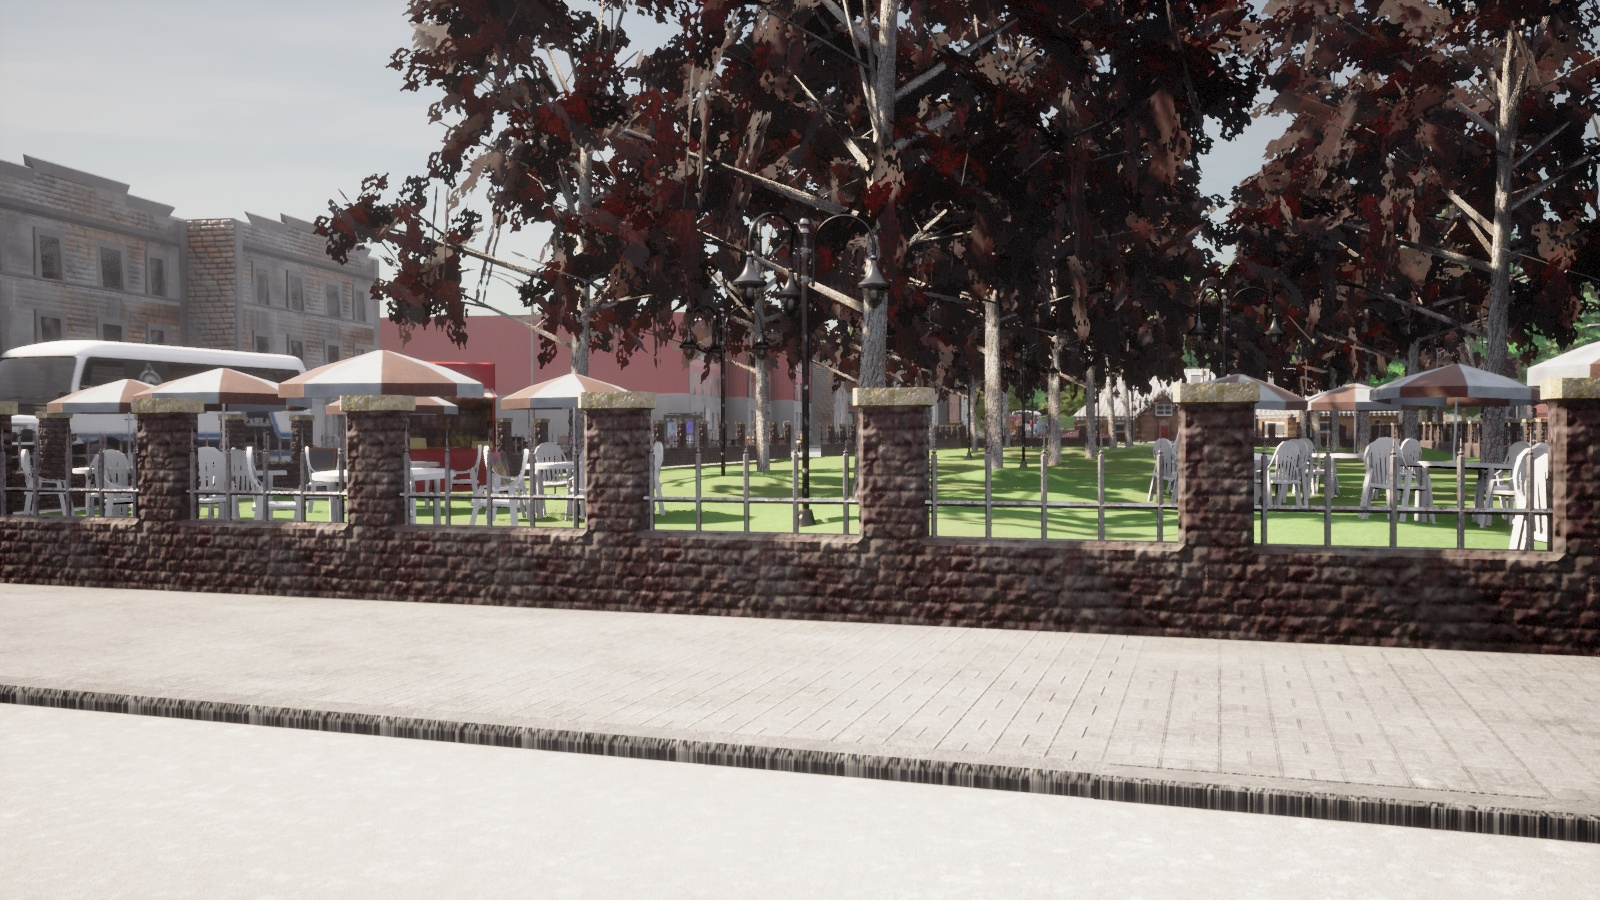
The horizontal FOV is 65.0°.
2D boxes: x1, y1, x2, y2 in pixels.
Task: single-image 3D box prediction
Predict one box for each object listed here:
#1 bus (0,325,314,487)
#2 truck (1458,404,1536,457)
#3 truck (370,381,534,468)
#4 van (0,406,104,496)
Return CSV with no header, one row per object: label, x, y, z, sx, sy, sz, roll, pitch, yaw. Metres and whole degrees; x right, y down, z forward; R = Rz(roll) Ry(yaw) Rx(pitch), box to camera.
bus,-20.004,-1.240,38.407,3.944,4.253,10.273,1,1,18
truck,47.844,-1.360,86.422,2.891,3.462,7.936,0,1,15
truck,-14.780,-1.078,54.140,2.891,3.462,7.936,1,1,18
van,-18.869,0.012,29.168,2.069,2.038,4.480,1,1,18
